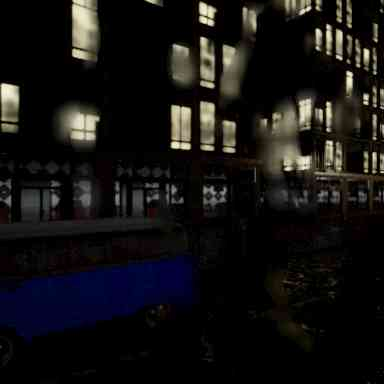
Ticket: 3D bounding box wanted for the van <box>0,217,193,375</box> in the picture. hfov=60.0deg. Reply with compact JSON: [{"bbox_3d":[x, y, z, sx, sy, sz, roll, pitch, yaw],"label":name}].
[{"bbox_3d":[-1.891,1.338,5.205,3.998,1.788,1.690,0,0,-36],"label":"van"}]
